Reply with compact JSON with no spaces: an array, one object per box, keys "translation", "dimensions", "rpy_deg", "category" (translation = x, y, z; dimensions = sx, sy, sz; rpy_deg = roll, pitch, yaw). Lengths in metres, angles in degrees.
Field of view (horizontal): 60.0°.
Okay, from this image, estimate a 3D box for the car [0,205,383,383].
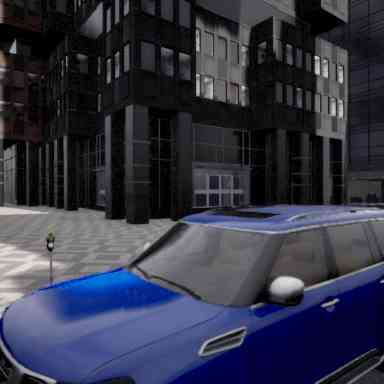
[{"translation":[0.741,1.221,3.947],"dimensions":[5.566,2.045,2.150],"rpy_deg":[0,0,-36],"category":"car"}]
